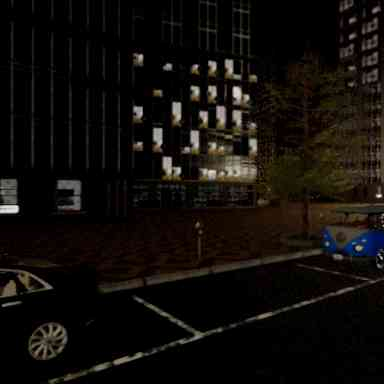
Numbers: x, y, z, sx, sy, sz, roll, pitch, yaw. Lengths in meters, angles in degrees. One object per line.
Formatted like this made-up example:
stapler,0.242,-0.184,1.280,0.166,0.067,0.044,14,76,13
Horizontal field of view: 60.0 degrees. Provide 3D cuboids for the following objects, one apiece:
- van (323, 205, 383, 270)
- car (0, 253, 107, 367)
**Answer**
van,5.911,1.342,10.777,3.998,1.788,1.690,0,0,-36
car,-3.317,1.551,4.192,4.403,1.369,2.008,0,0,-36
